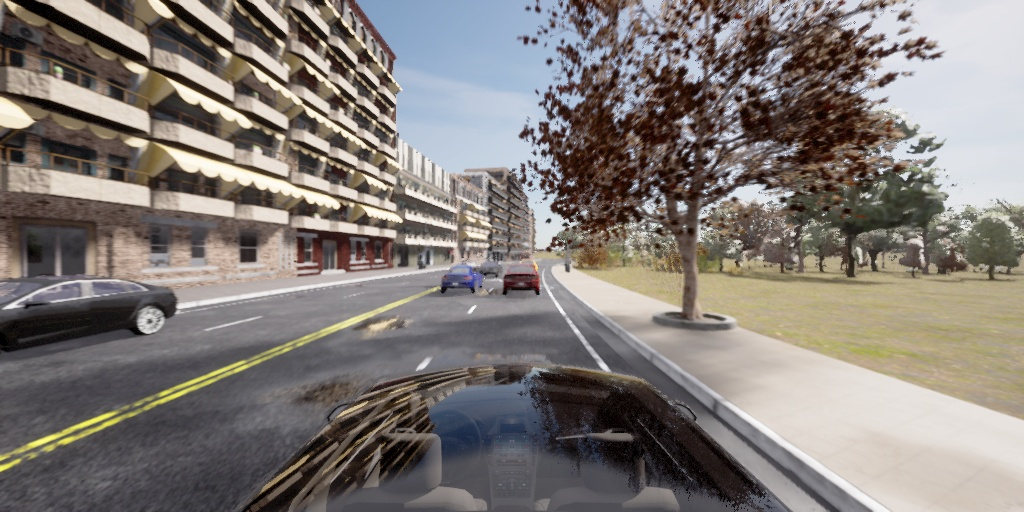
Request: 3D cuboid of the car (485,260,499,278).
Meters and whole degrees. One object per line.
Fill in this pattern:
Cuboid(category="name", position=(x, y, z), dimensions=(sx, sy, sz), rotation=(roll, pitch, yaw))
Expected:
Cuboid(category="car", position=(-1.933, 1.221, 33.503), dimensions=(2.033, 1.411, 5.357), rotation=(0, 0, 5))

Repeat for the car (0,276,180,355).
Cuboid(category="car", position=(-9.767, 1.196, 7.419), dimensions=(2.128, 1.511, 4.902), rotation=(0, 0, 1))

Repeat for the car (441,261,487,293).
Cuboid(category="car", position=(-2.702, 1.216, 20.025), dimensions=(1.812, 1.442, 4.674), rotation=(0, 0, 3))

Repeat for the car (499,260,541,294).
Cuboid(category="car", position=(0.546, 1.178, 19.723), dimensions=(1.882, 1.535, 5.008), rotation=(0, 0, 3))
